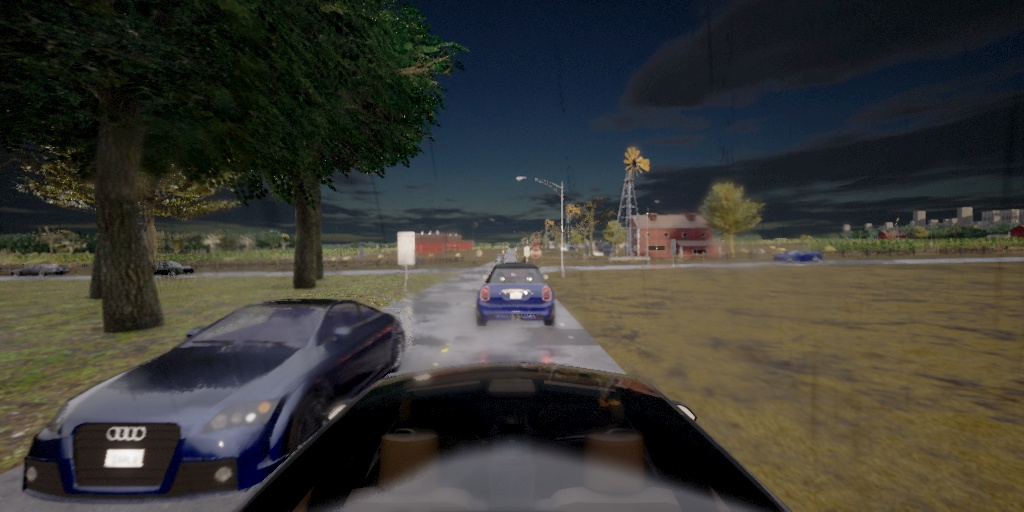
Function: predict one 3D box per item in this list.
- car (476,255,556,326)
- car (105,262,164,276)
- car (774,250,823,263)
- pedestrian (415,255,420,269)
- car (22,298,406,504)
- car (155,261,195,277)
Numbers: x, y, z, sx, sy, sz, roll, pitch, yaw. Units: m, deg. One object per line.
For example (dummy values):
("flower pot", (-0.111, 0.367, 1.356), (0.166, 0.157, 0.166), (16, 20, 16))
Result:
("car", (0.104, 0.979, 11.183), (2.097, 1.767, 4.553), (0, 1, 0))
("car", (-45.033, 1.533, 42.870), (5.008, 1.535, 1.882), (-1, 2, 1))
("car", (33.812, 0.039, 42.428), (5.008, 1.535, 1.882), (-1, 2, 1))
("pedestrian", (-12.117, 0.697, 45.751), (0.375, 1.860, 0.375), (0, 3, 0))
("car", (-2.845, 1.273, 4.625), (1.994, 1.385, 4.181), (0, 1, 0))
("car", (-38.241, 1.370, 39.966), (4.553, 1.767, 2.097), (-1, 2, 1))
